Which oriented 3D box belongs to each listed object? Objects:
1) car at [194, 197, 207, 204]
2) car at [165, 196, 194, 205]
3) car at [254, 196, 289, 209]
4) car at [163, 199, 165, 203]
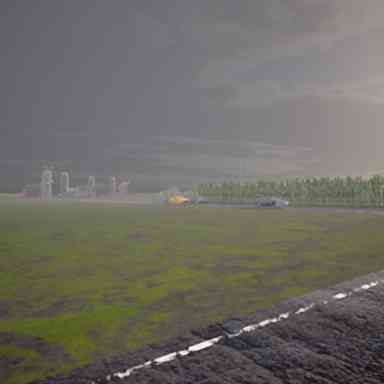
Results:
[{"bbox_3d":[0.842,1.515,60.607,1.994,1.385,4.181,-1,0,-34],"label":"car"},{"bbox_3d":[-2.269,1.471,60.117,1.882,1.535,5.008,-1,0,-34],"label":"car"},{"bbox_3d":[10.092,1.287,42.287,2.128,1.511,4.902,-1,0,-35],"label":"car"},{"bbox_3d":[-4.297,1.598,67.853,1.994,1.385,4.181,-1,0,-35],"label":"car"}]
